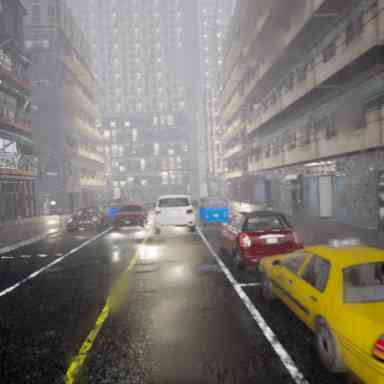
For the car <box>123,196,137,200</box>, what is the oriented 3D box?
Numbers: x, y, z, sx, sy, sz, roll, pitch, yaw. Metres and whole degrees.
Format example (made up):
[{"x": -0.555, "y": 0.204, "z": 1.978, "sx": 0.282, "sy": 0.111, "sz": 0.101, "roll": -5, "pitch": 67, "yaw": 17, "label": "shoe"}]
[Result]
[{"x": -7.538, "y": 1.472, "z": 37.869, "sx": 2.192, "sy": 1.841, "sz": 5.009, "roll": -3, "pitch": 0, "yaw": -3, "label": "car"}]

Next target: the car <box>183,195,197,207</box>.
[{"x": -0.345, "y": 1.293, "z": 49.608, "sx": 1.752, "sy": 1.417, "sz": 4.829, "roll": -3, "pitch": 0, "yaw": -3, "label": "car"}]

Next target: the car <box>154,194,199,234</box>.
[{"x": -1.031, "y": 1.175, "z": 19.319, "sx": 2.150, "sy": 2.045, "sz": 5.566, "roll": -3, "pitch": 1, "yaw": -3, "label": "car"}]

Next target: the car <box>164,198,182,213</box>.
[{"x": -2.084, "y": 1.436, "z": 37.314, "sx": 1.812, "sy": 1.442, "sz": 4.674, "roll": -3, "pitch": 0, "yaw": -3, "label": "car"}]

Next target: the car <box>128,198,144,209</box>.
[{"x": -8.190, "y": 1.676, "z": 48.948, "sx": 1.887, "sy": 1.381, "sz": 4.507, "roll": -3, "pitch": 0, "yaw": -3, "label": "car"}]

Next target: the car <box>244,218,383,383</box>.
[{"x": 2.314, "y": 1.392, "z": 5.295, "sx": 1.752, "sy": 1.417, "sz": 4.829, "roll": -3, "pitch": 0, "yaw": -3, "label": "car"}]

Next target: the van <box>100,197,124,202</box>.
[{"x": -6.872, "y": 1.524, "z": 26.790, "sx": 1.690, "sy": 1.788, "sz": 3.998, "roll": -3, "pitch": 0, "yaw": -3, "label": "van"}]

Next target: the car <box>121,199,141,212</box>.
[{"x": -7.856, "y": 1.710, "z": 43.410, "sx": 1.947, "sy": 1.339, "sz": 4.313, "roll": -3, "pitch": 0, "yaw": -3, "label": "car"}]

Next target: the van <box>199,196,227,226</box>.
[{"x": 1.317, "y": 1.173, "z": 21.742, "sx": 1.690, "sy": 1.788, "sz": 3.998, "roll": -3, "pitch": 0, "yaw": -3, "label": "van"}]

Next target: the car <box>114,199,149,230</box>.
[{"x": -4.031, "y": 1.551, "z": 22.516, "sx": 1.882, "sy": 1.535, "sz": 5.008, "roll": -3, "pitch": 0, "yaw": -3, "label": "car"}]

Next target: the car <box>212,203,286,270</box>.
[{"x": 1.987, "y": 1.296, "z": 10.664, "sx": 1.967, "sy": 1.590, "sz": 4.097, "roll": -3, "pitch": 0, "yaw": -3, "label": "car"}]

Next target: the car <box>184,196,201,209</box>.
[{"x": -0.001, "y": 1.326, "z": 43.899, "sx": 1.887, "sy": 1.381, "sz": 4.507, "roll": -3, "pitch": 0, "yaw": -3, "label": "car"}]

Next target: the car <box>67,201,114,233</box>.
[{"x": -6.534, "y": 1.635, "z": 21.252, "sx": 1.967, "sy": 1.590, "sz": 4.097, "roll": -3, "pitch": 0, "yaw": -3, "label": "car"}]
